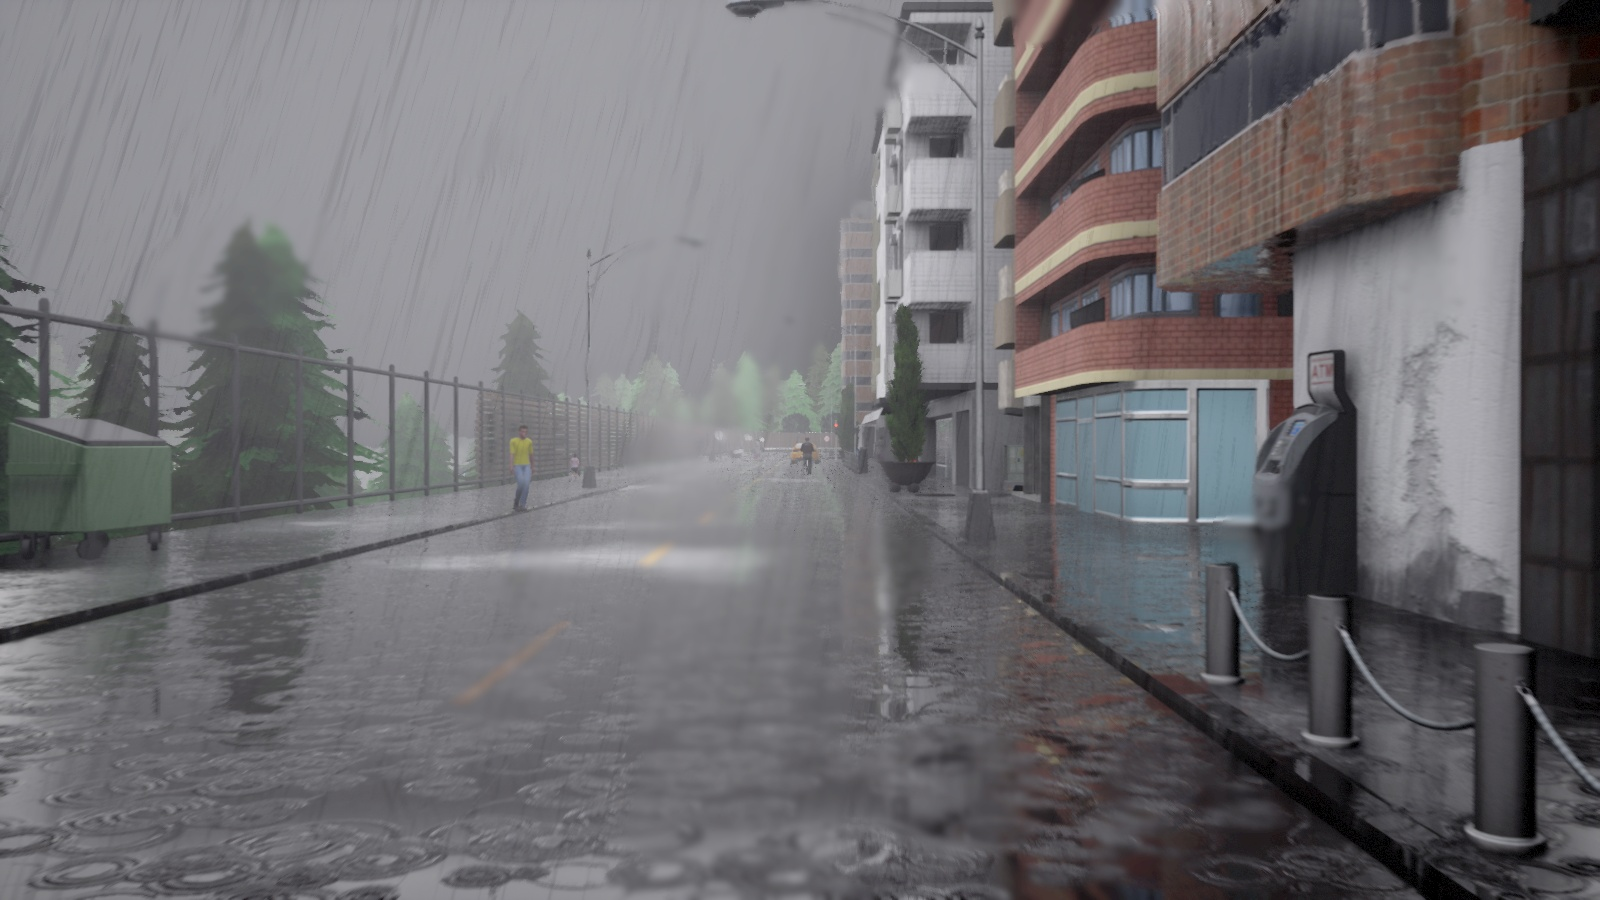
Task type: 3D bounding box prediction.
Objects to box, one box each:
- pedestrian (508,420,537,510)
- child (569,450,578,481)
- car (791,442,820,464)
[{"bbox_3d":[-5.738,0.306,25.934,0.354,1.836,0.706,0,0,-33],"label":"pedestrian"},{"bbox_3d":[-8.274,0.571,45.963,0.255,1.110,0.394,0,0,1],"label":"child"},{"bbox_3d":[0.412,0.216,90.190,1.882,1.535,5.008,0,0,3],"label":"car"}]
